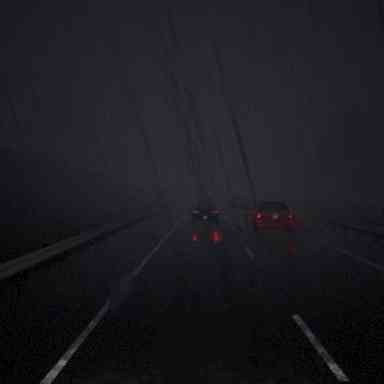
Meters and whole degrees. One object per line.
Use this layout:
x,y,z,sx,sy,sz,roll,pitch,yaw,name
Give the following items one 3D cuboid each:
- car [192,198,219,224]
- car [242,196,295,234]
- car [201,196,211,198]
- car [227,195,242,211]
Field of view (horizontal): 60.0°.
0.935,1.403,23.254,1.812,1.442,4.674,0,0,2,car
4.248,1.258,18.738,2.097,1.767,4.553,0,0,2,car
1.715,1.289,40.918,1.837,1.490,4.892,0,0,3,car
5.071,1.159,37.532,2.097,1.767,4.553,0,0,3,car
